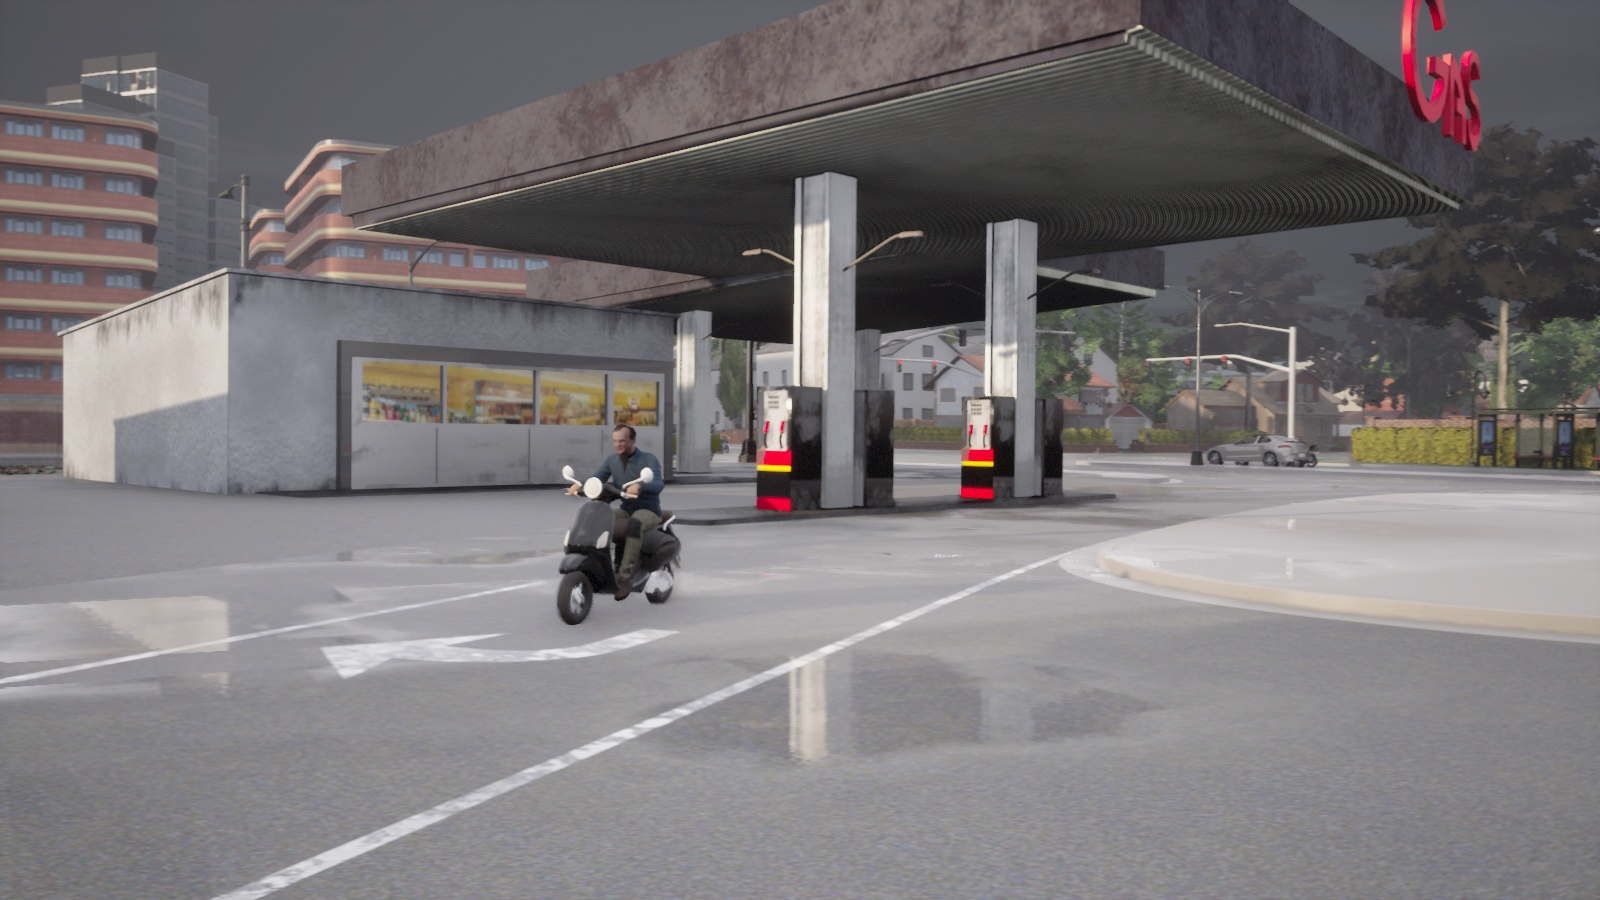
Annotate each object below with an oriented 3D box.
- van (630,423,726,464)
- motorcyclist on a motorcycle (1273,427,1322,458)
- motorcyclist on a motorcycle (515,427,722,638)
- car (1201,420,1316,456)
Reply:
[{"bbox_3d":[-6.142,-0.330,63.315,4.442,1.987,1.775,-1,1,-32],"label":"van"},{"bbox_3d":[24.908,-0.391,62.897,0.866,1.530,2.191,-1,1,-30],"label":"motorcyclist on a motorcycle"},{"bbox_3d":[-1.465,0.611,10.502,0.866,1.590,1.817,0,1,24],"label":"motorcyclist on a motorcycle"},{"bbox_3d":[22.109,-0.584,60.735,2.152,1.651,5.027,-1,1,-30],"label":"car"}]
